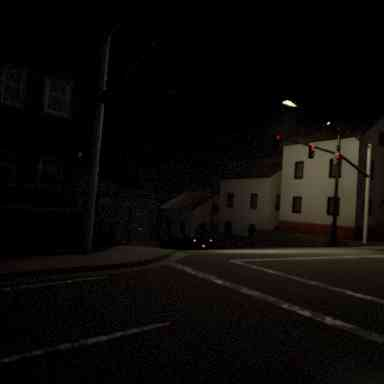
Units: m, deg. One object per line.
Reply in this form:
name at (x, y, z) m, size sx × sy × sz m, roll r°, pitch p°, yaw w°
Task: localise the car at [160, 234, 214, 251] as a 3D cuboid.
car at (-0.460, 3.800, 25.148) m, size 1.895 × 1.301 × 4.718 m, roll 6°, pitch -12°, yaw -35°
